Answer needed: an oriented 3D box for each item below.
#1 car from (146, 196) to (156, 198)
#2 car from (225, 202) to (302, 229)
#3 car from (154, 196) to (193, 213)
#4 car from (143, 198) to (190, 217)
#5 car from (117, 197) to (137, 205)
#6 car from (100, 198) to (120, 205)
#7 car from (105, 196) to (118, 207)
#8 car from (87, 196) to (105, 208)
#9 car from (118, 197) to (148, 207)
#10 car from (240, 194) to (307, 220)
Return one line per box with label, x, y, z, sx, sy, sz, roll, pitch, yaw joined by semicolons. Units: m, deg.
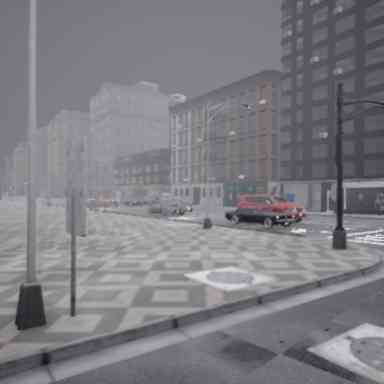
car;-6.857;1.427;54.096;2.097;1.767;4.553;0;0;-35
car;4.337;1.557;21.473;1.895;1.301;4.718;0;0;-35
car;-1.753;1.496;35.605;2.128;1.511;4.902;0;0;-36
car;-2.414;1.542;30.935;1.994;1.385;4.181;0;0;-36
car;-12.019;1.689;61.311;1.895;1.301;4.718;0;0;-36
car;-14.663;1.669;59.422;1.895;1.301;4.718;0;0;-36
car;-12.930;1.387;51.388;2.097;1.767;4.553;0;0;-35
car;-14.636;1.539;48.163;1.812;1.442;4.674;0;-1;-35
car;-9.269;1.655;51.928;1.895;1.301;4.718;0;0;-35
car;5.836;1.202;24.989;2.150;2.045;5.566;0;0;-36
